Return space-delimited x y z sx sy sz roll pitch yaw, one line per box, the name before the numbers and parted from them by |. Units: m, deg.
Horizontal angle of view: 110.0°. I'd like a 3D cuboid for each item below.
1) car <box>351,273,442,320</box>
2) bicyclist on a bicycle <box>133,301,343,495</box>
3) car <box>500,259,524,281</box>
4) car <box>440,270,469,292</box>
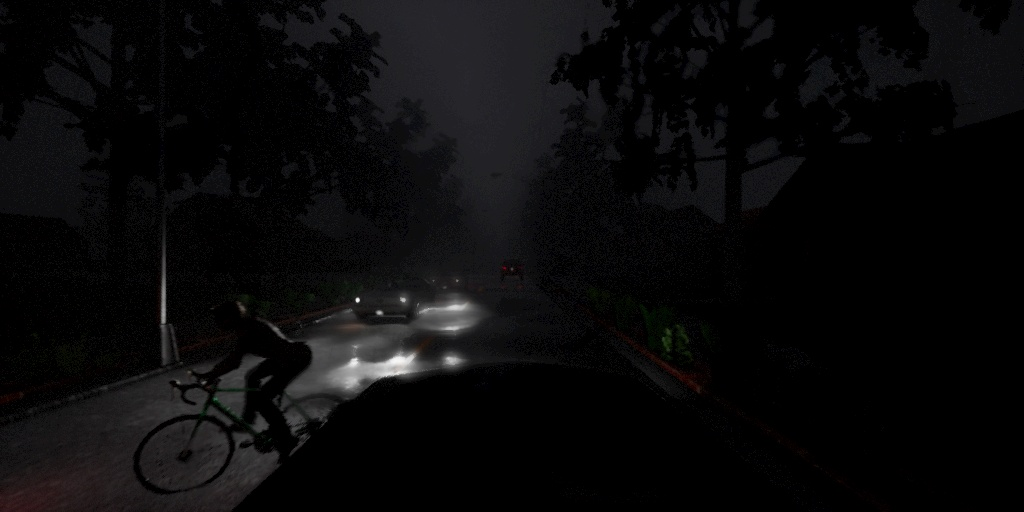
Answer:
car | -4.114 1.488 13.359 1.895 1.301 4.718 0 -1 0
bicyclist on a bicycle | -2.365 1.222 3.270 1.656 1.620 0.582 -2 0 -24
car | 0.027 1.371 35.965 2.150 2.045 5.566 0 -1 0
car | -4.033 1.611 23.853 1.895 1.301 4.718 0 -1 0
